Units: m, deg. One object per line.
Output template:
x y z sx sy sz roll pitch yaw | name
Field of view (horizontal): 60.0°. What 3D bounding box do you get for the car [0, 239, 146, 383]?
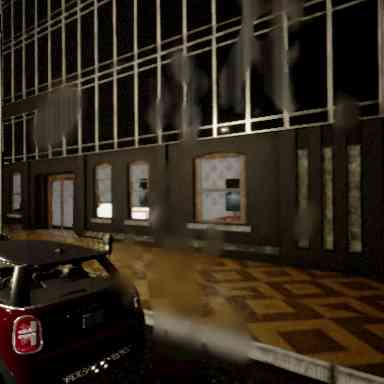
-2.661 1.407 4.792 4.097 1.590 1.967 0 -1 36 | car
